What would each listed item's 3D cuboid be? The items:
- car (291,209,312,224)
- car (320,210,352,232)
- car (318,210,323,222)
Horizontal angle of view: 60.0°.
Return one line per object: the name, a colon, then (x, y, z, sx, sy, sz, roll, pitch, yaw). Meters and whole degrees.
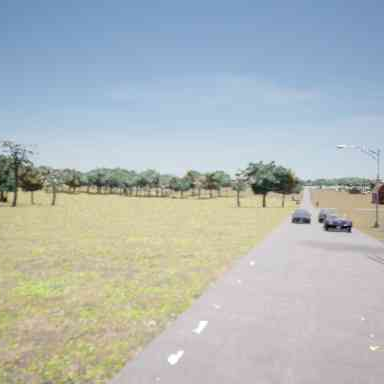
car: (11.435, 2.534, 34.767, 2.033, 1.411, 5.357, 2, -1, 19)
car: (11.928, 2.478, 27.430, 1.895, 1.301, 4.718, 2, -1, 19)
car: (15.470, 2.756, 38.034, 2.033, 1.411, 5.357, 2, -1, 19)
